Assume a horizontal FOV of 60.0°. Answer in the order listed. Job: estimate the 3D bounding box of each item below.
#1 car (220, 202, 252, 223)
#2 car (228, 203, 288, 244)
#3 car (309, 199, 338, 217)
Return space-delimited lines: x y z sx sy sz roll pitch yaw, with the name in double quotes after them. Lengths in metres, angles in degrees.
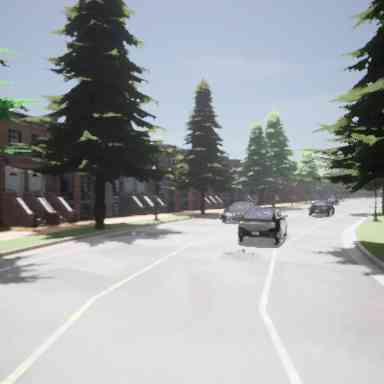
3.793 1.517 25.151 2.128 1.511 4.902 0 0 30 "car"
3.520 1.517 16.164 2.128 1.511 4.902 0 0 21 "car"
12.973 1.624 33.229 1.812 1.442 4.674 0 0 31 "car"
